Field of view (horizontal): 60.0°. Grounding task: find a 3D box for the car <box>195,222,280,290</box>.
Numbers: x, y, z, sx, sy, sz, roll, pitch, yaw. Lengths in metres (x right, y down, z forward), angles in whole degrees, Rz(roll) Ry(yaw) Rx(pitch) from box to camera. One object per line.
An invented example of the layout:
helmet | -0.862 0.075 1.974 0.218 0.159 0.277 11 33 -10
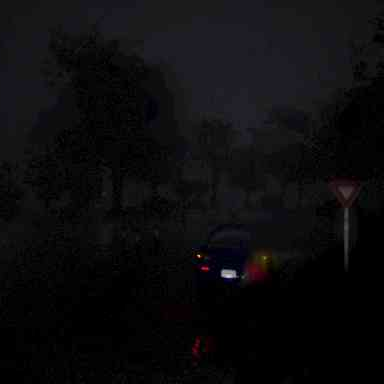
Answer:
car | 1.377 1.537 9.133 1.812 1.442 4.674 0 0 15

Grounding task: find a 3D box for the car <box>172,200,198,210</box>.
car | -1.744 1.653 43.171 4.718 1.301 1.895 0 0 20

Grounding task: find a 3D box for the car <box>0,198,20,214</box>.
car | -19.336 1.389 32.669 2.097 1.767 4.553 0 0 17
